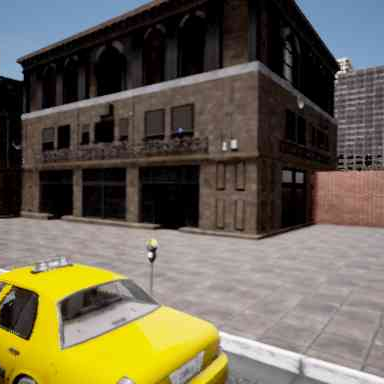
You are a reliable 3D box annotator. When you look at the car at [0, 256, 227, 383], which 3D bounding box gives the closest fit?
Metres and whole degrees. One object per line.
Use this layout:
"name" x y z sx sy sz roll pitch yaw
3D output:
"car" -1.923 1.509 4.235 4.829 1.417 1.752 0 1 35
